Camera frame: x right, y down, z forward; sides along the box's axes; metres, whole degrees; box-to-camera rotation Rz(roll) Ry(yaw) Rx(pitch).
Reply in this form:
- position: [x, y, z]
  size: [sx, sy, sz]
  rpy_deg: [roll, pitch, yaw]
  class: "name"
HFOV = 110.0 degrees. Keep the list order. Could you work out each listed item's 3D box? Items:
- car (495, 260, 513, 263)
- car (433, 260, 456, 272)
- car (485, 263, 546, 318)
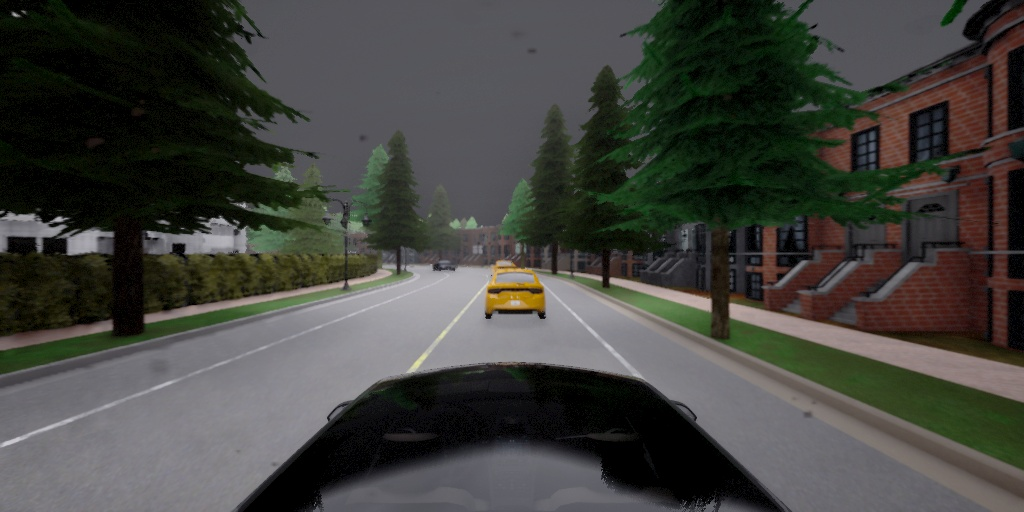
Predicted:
- position: [-0.770, 1.127, 31.234]
  size: [1.882, 1.535, 5.008]
  rpy_deg: [0, 0, -9]
  class: "car"
- position: [-8.028, 1.175, 42.578]
  size: [1.994, 1.385, 4.181]
  rpy_deg: [0, 0, -25]
  class: "car"
- position: [0.099, 1.190, 12.788]
  size: [1.882, 1.535, 5.008]
  rpy_deg: [0, 0, 0]
  class: "car"
